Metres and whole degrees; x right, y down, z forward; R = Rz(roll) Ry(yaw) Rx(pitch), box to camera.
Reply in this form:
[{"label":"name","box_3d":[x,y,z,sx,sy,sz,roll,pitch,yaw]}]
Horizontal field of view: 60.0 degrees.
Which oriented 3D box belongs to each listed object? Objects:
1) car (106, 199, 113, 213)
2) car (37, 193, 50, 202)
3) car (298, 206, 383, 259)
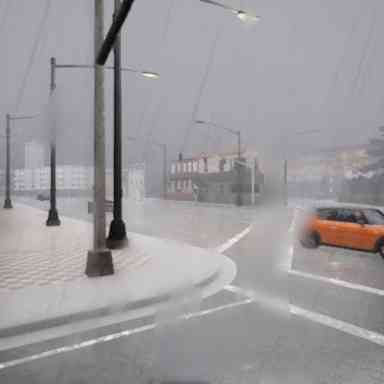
[{"label":"car","box_3d":[-8.658,1.427,33.068,1.812,1.442,4.674,0,1,-36]},{"label":"car","box_3d":[-23.822,0.833,54.128,2.033,1.411,5.357,0,1,-36]},{"label":"car","box_3d":[6.314,1.351,12.276,2.097,1.767,4.553,0,0,-36]}]
